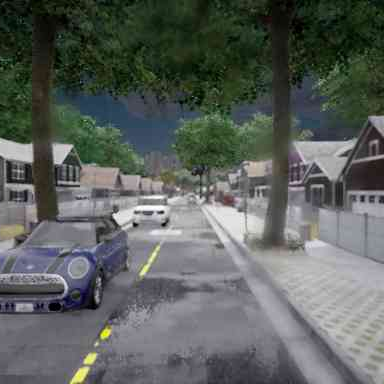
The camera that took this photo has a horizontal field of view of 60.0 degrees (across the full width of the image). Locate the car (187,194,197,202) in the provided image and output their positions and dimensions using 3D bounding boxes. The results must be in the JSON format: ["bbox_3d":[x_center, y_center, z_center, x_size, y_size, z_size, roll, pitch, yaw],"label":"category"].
[{"bbox_3d":[0.001,1.458,77.795,2.097,1.767,4.553,0,0,0],"label":"car"}]

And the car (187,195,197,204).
[{"bbox_3d":[0.000,1.779,67.852,1.895,1.301,4.718,0,0,0],"label":"car"}]

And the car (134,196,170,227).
[{"bbox_3d":[-2.749,1.305,23.585,2.150,2.045,5.566,0,0,0],"label":"car"}]

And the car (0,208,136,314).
[{"bbox_3d":[-2.839,1.372,7.895,2.097,1.767,4.553,0,0,0],"label":"car"}]
